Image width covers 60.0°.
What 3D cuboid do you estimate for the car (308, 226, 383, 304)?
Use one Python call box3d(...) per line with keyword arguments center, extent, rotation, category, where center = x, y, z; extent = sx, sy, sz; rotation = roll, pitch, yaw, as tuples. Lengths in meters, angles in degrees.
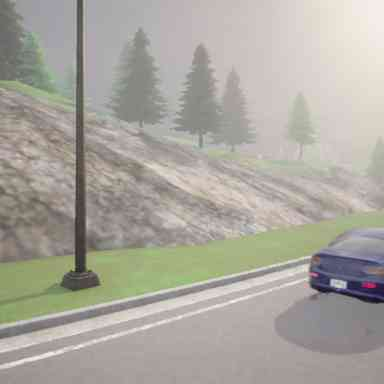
box3d(center=(4.425, 1.526, 7.645), extent=(4.674, 1.442, 1.812), rotation=(0, 0, -41), category="car")
